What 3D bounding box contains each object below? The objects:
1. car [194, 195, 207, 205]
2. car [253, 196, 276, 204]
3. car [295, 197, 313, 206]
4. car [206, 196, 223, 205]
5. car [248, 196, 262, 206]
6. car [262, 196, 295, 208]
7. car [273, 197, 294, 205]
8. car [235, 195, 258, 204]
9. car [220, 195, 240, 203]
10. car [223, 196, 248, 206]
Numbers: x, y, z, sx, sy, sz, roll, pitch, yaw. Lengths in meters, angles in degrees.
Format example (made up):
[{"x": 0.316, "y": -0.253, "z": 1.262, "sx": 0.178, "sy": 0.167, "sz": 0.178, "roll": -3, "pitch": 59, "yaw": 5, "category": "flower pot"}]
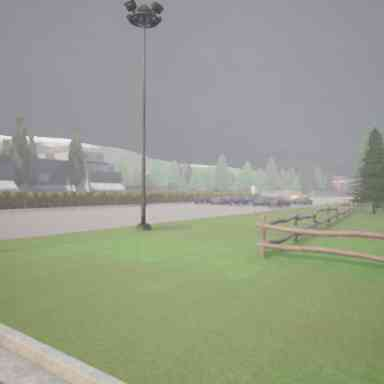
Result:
[{"x": 2.214, "y": 1.317, "z": 56.276, "sx": 1.837, "sy": 1.490, "sz": 4.892, "roll": 0, "pitch": 0, "yaw": 37, "category": "car"}, {"x": 12.949, "y": 1.403, "z": 59.186, "sx": 2.033, "sy": 1.411, "sz": 5.357, "roll": 0, "pitch": 0, "yaw": 36, "category": "car"}, {"x": 18.103, "y": 1.446, "z": 54.377, "sx": 2.033, "sy": 1.411, "sz": 5.357, "roll": 0, "pitch": 0, "yaw": 36, "category": "car"}, {"x": 4.715, "y": 1.397, "z": 53.770, "sx": 1.994, "sy": 1.385, "sz": 4.181, "roll": 0, "pitch": 0, "yaw": 37, "category": "car"}, {"x": 10.641, "y": 1.440, "z": 50.013, "sx": 1.994, "sy": 1.385, "sz": 4.181, "roll": 0, "pitch": 0, "yaw": 37, "category": "car"}, {"x": 11.992, "y": 1.389, "z": 45.962, "sx": 2.128, "sy": 1.511, "sz": 4.902, "roll": 0, "pitch": 0, "yaw": 37, "category": "car"}, {"x": 15.789, "y": 1.478, "z": 57.142, "sx": 1.895, "sy": 1.301, "sz": 4.718, "roll": 0, "pitch": 0, "yaw": 36, "category": "car"}, {"x": 10.126, "y": 1.381, "z": 61.255, "sx": 2.033, "sy": 1.411, "sz": 5.357, "roll": 0, "pitch": 0, "yaw": 36, "category": "car"}, {"x": 7.302, "y": 1.376, "z": 63.323, "sx": 1.994, "sy": 1.385, "sz": 4.181, "roll": 0, "pitch": 0, "yaw": 36, "category": "car"}, {"x": 7.305, "y": 1.360, "z": 51.392, "sx": 1.837, "sy": 1.490, "sz": 4.892, "roll": 0, "pitch": 0, "yaw": 37, "category": "car"}]
